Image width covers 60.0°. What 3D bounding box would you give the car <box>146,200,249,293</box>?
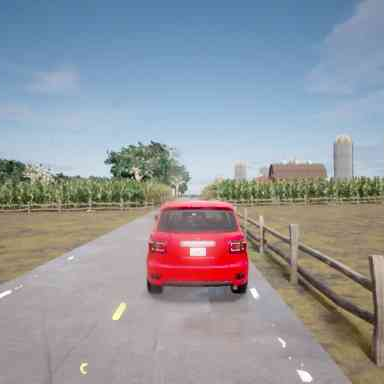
[{"bbox_3d":[0.117,1.220,8.959,2.150,2.045,5.566,0,0,0],"label":"car"}]

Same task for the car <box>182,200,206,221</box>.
[{"bbox_3d":[0.161,1.483,28.126,1.837,1.490,4.892,0,0,0],"label":"car"}]
